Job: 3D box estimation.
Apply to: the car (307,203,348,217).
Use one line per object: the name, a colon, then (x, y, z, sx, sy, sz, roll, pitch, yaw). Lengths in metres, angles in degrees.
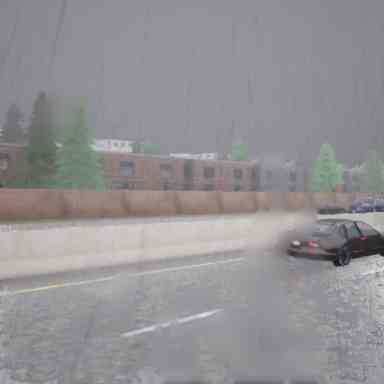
car: (14.678, 1.936, 35.956, 4.718, 1.301, 1.895, 1, 0, -35)

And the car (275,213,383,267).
car: (5.296, 1.661, 11.826, 5.357, 1.411, 2.033, 1, 0, -36)
